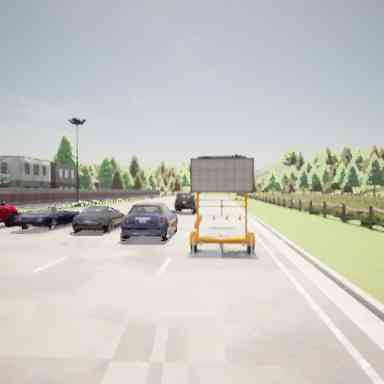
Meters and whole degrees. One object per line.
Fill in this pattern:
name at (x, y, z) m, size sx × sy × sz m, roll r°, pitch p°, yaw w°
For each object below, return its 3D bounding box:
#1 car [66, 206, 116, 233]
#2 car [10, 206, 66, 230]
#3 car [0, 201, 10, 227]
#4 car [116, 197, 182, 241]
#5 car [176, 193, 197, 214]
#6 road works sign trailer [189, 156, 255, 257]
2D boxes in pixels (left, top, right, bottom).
car at (-5.256, 1.504, 19.275) m, size 1.994 × 1.385 × 4.181 m, roll 0°, pitch 0°, yaw 5°
car at (-8.677, 1.537, 20.424) m, size 1.895 × 1.301 × 4.718 m, roll 0°, pitch 0°, yaw 5°
car at (-12.300, 1.158, 19.030) m, size 2.150 × 2.045 × 5.566 m, roll 0°, pitch 0°, yaw 5°
car at (-1.960, 1.300, 16.591) m, size 2.097 × 1.767 × 4.553 m, roll 0°, pitch 0°, yaw 5°
car at (-0.528, 1.112, 34.576) m, size 2.150 × 2.045 × 5.566 m, roll 0°, pitch 0°, yaw 5°
road works sign trailer at (1.146, 0.424, 12.753) m, size 2.380 × 3.560 × 2.880 m, roll 0°, pitch 0°, yaw 5°
